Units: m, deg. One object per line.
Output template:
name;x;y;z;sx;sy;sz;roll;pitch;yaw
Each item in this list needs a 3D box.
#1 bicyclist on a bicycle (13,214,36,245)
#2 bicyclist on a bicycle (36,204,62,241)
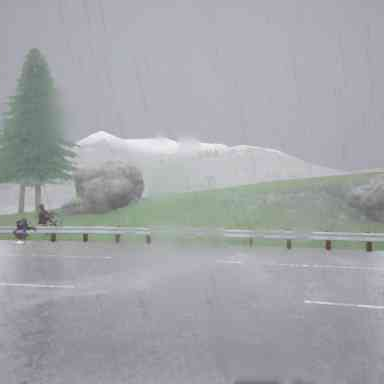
bicyclist on a bicycle;-7.494;1.731;14.611;0.582;1.656;1.620;2;0;-38
bicyclist on a bicycle;-6.647;1.304;15.272;1.656;1.620;0.582;-49;-21;24
